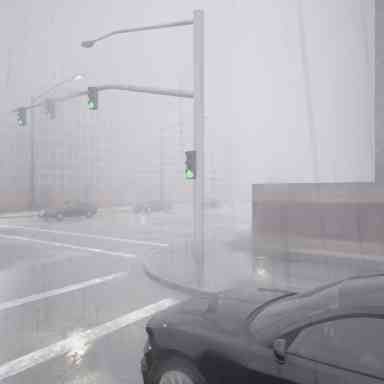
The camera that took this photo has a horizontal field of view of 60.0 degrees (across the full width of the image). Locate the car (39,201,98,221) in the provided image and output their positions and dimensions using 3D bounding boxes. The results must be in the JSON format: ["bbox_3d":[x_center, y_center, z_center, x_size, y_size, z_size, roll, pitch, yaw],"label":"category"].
[{"bbox_3d":[-10.099,1.491,27.428,2.128,1.511,4.902,0,0,34],"label":"car"}]

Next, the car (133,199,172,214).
[{"bbox_3d":[-4.172,1.505,35.566,1.837,1.490,4.892,0,0,36],"label":"car"}]

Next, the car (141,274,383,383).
[{"bbox_3d":[1.741,1.478,2.764,5.008,1.535,1.882,0,0,37],"label":"car"}]

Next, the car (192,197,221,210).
[{"bbox_3d":[1.997,1.477,44.022,1.882,1.535,5.008,0,0,36],"label":"car"}]
